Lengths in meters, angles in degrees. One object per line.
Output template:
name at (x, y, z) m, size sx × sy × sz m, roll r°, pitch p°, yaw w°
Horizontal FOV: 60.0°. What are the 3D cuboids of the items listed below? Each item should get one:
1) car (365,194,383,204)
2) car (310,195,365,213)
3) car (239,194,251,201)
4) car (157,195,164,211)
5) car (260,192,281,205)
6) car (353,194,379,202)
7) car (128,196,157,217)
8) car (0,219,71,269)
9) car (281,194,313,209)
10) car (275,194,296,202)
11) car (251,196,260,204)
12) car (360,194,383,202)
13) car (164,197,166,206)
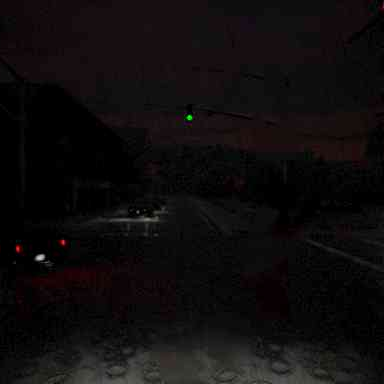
car at (30.770, 1.286, 57.466) m, size 3.633 × 1.501 × 1.845 m, roll 0°, pitch 0°, yaw -2°
car at (13.634, 1.202, 31.282) m, size 3.806 × 1.475 × 1.970 m, roll 0°, pitch 0°, yaw -2°
car at (11.973, 1.173, 71.954) m, size 3.633 × 1.501 × 1.845 m, roll 0°, pitch 0°, yaw -2°
car at (-4.641, 1.324, 38.734) m, size 1.837 × 1.490 × 4.892 m, roll 0°, pitch 0°, yaw -1°
car at (12.810, 0.966, 50.478) m, size 3.866 × 1.878 × 1.905 m, roll 0°, pitch 0°, yaw -2°
car at (37.998, 1.287, 72.643) m, size 4.514 × 1.523 × 2.007 m, roll 0°, pitch 0°, yaw -2°
car at (-4.400, 1.364, 29.120) m, size 1.837 × 1.490 × 4.892 m, roll 0°, pitch 0°, yaw -1°
car at (-5.941, 1.480, 10.239) m, size 4.718 × 1.301 × 1.895 m, roll 0°, pitch 0°, yaw 34°
car at (13.144, 1.096, 37.688) m, size 5.027 × 1.636 × 2.152 m, roll 0°, pitch 0°, yaw -2°
car at (19.469, 1.238, 69.168) m, size 3.806 × 1.475 × 1.970 m, roll 0°, pitch 0°, yaw -2°
car at (12.322, 0.973, 53.372) m, size 4.605 × 1.855 × 1.932 m, roll 0°, pitch 0°, yaw -2°
car at (38.132, 1.291, 69.508) m, size 5.027 × 1.636 × 2.152 m, roll 0°, pitch 0°, yaw -2°
car at (-4.859, 1.255, 49.158) m, size 1.882 × 1.535 × 5.008 m, roll 0°, pitch 0°, yaw -1°
